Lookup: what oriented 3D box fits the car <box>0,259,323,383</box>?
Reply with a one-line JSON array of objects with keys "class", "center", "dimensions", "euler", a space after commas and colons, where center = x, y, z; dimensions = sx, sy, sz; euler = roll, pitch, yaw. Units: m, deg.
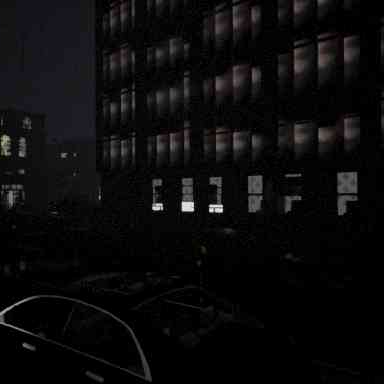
[{"class": "car", "center": [-0.955, 1.551, 3.557], "dimensions": [4.403, 1.369, 2.008], "euler": [0, 0, 35]}]

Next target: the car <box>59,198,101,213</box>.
[{"class": "car", "center": [-12.190, 1.682, 37.264], "dimensions": [1.802, 1.307, 4.206], "euler": [-1, -1, 36]}]

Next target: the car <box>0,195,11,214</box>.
[{"class": "car", "center": [-21.695, 1.313, 34.166], "dimensions": [2.150, 2.045, 5.566], "euler": [0, -1, 36]}]

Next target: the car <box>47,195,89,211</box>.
[{"class": "car", "center": [-15.581, 1.364, 42.469], "dimensions": [2.150, 2.045, 5.566], "euler": [0, -1, 37]}]

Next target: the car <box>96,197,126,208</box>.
[{"class": "car", "center": [-12.416, 1.641, 51.170], "dimensions": [1.967, 1.590, 4.097], "euler": [-1, -1, 36]}]
